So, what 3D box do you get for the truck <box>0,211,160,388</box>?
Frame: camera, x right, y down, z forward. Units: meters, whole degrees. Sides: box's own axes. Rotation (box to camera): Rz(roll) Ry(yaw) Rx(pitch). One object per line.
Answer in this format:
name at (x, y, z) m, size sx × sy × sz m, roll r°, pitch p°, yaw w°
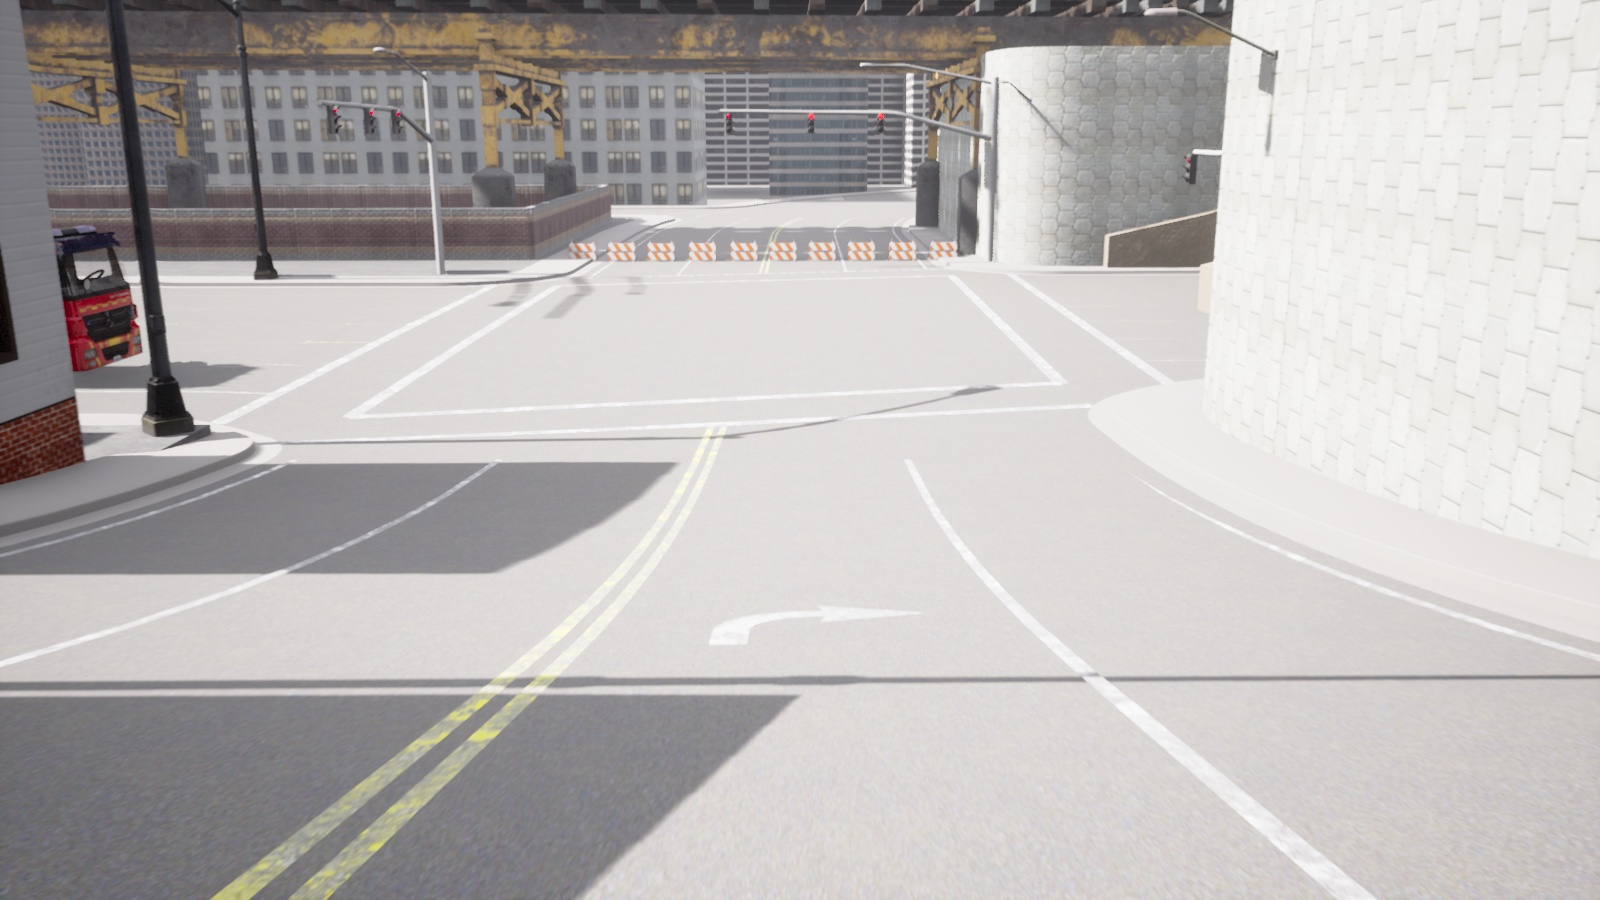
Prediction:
truck at (-20.397, -3.644, 29.835) m, size 8.468 × 3.827 × 2.891 m, roll 0°, pitch 14°, yaw 1°
